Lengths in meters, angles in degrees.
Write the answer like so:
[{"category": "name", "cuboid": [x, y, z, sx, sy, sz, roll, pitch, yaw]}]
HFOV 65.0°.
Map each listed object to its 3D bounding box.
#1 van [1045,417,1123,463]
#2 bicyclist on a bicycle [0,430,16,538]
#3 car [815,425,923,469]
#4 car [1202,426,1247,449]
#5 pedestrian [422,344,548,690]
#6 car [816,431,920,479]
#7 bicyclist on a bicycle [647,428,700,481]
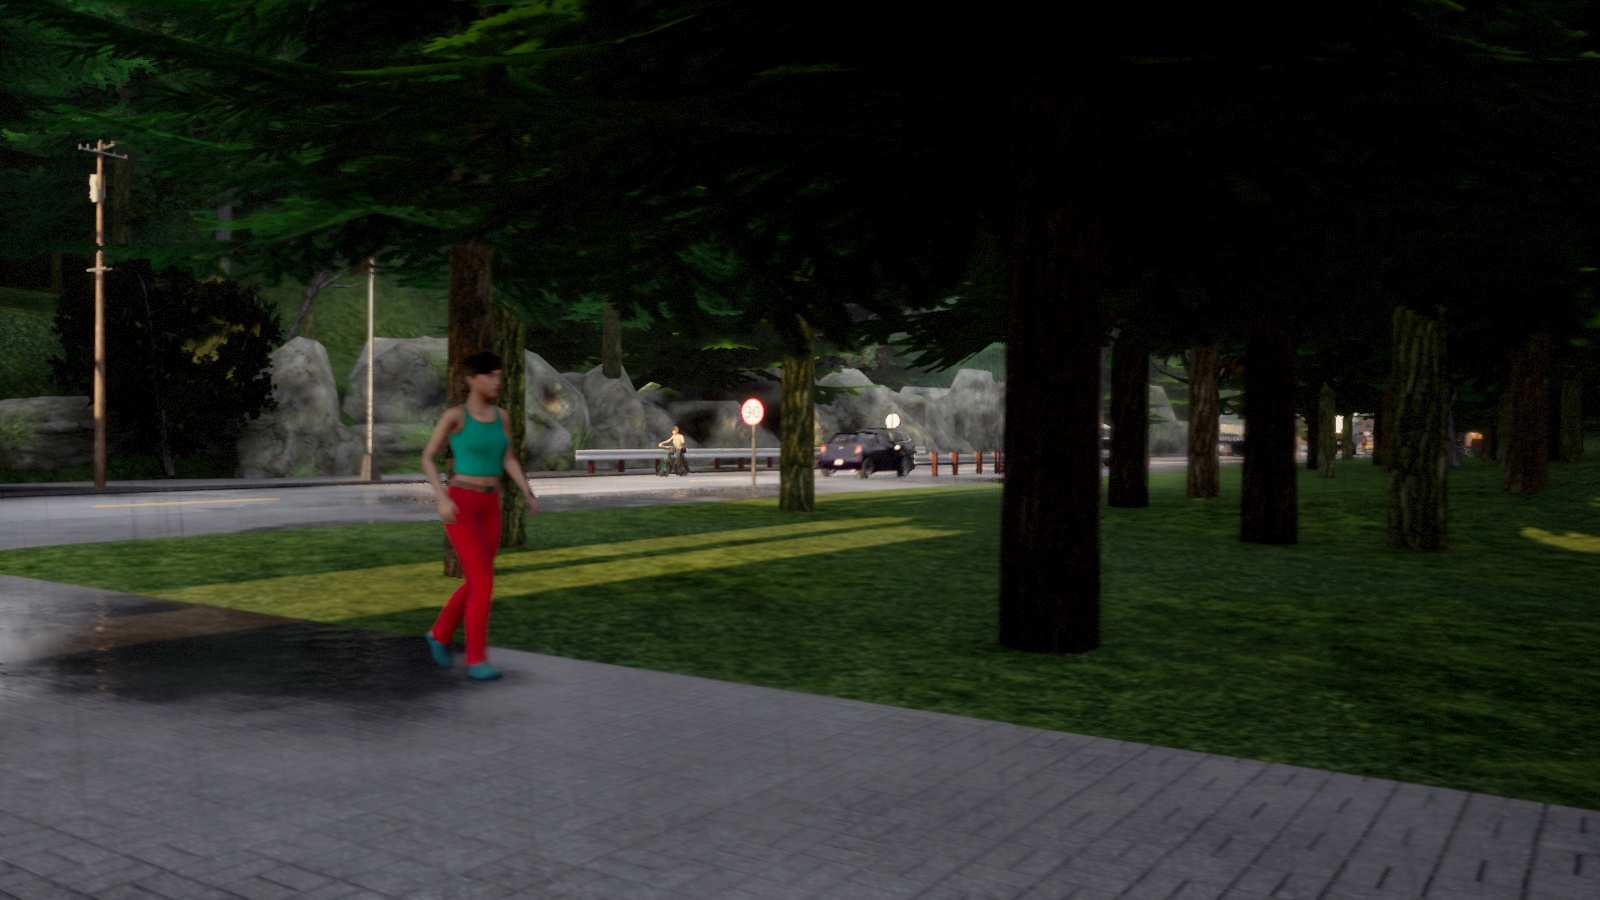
[{"category": "van", "cuboid": [13.189, -0.481, 58.152, 2.069, 2.038, 4.480, 0, 1, 34]}, {"category": "bicyclist on a bicycle", "cuboid": [-12.565, 0.520, 18.489, 0.582, 1.620, 1.656, 1, 1, 27]}, {"category": "car", "cuboid": [2.804, -0.158, 49.644, 2.242, 1.667, 4.611, 0, 1, 33]}, {"category": "car", "cuboid": [31.483, -0.924, 93.029, 2.033, 1.649, 4.856, 0, 1, 33]}, {"category": "pedestrian", "cuboid": [-1.750, 0.355, 6.967, 0.594, 1.836, 0.345, 0, 1, 33]}, {"category": "car", "cuboid": [2.305, 0.132, 41.590, 1.845, 1.501, 3.633, 0, 1, 33]}, {"category": "bicyclist on a bicycle", "cuboid": [-3.958, 0.136, 39.326, 0.866, 1.612, 1.509, 0, 1, 34]}]
